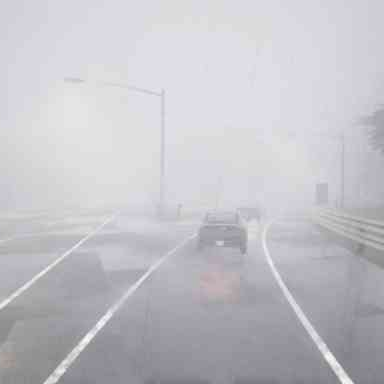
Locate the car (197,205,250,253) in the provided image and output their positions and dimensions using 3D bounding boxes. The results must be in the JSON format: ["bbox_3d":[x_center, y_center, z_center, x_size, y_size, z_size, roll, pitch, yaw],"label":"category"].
[{"bbox_3d":[1.370,1.519,13.915,1.837,1.490,4.892,0,0,10],"label":"car"}]

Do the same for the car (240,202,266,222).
[{"bbox_3d":[4.839,1.528,27.109,1.882,1.535,5.008,0,0,19],"label":"car"}]
